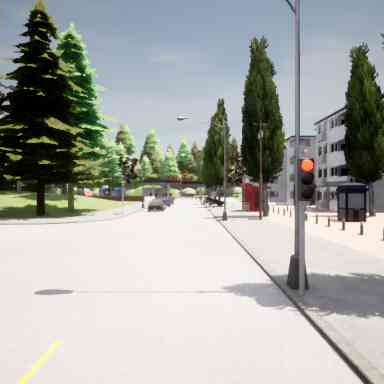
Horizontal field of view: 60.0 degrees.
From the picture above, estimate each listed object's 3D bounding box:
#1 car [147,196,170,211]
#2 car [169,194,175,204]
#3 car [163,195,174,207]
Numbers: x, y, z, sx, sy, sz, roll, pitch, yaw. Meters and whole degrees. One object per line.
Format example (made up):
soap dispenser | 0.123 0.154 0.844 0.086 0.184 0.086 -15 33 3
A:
car | -4.172 1.547 40.101 2.033 1.411 5.357 0 0 0
car | -4.148 1.505 60.031 1.837 1.490 4.892 0 0 0
car | -4.176 1.564 50.039 1.994 1.385 4.181 0 0 0
